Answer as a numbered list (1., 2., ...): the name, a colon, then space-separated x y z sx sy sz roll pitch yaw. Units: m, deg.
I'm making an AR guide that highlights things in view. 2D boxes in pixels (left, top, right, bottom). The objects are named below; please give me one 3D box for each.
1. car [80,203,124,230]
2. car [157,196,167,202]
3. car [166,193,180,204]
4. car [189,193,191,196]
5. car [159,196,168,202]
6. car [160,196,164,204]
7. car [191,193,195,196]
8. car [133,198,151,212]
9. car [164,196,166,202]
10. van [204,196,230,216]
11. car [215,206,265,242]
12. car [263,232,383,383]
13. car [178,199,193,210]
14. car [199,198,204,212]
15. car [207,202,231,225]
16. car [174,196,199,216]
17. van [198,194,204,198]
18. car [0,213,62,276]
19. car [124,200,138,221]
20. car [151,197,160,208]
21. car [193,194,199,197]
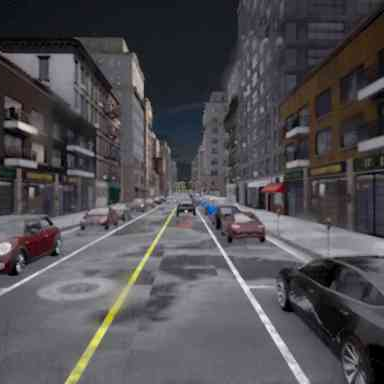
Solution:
1. car: -5.784 1.598 21.204 1.802 1.307 4.206 0 0 -1
2. car: -6.867 1.599 76.302 1.887 1.381 4.507 0 0 -1
3. car: -4.063 1.275 67.808 2.150 2.045 5.566 0 0 -1
4. car: 1.047 1.341 81.970 2.192 1.841 5.009 0 0 -1
5. car: -6.975 1.624 81.812 1.947 1.339 4.313 0 0 -1
6. car: -6.543 1.586 59.772 1.887 1.381 4.507 0 0 -1
7. car: 1.372 1.454 65.440 1.967 1.590 4.097 0 0 -1
8. car: -6.110 1.463 37.733 1.967 1.590 4.097 0 0 -1
9. car: -6.651 1.628 65.282 1.802 1.307 4.206 0 0 -1
10. van: 2.129 1.326 26.871 1.690 1.788 3.998 0 0 -1
11. car: 2.347 1.566 15.852 1.802 1.307 4.206 0 0 -1
12. car: 2.564 1.553 4.832 1.947 1.339 4.313 0 0 -1
13. car: -0.837 1.608 44.871 1.895 1.301 4.718 0 0 -1
14. car: 2.022 1.538 32.381 2.008 1.369 4.403 0 0 -1
15. car: 2.239 1.550 21.362 1.947 1.339 4.313 0 0 -1
16. car: -0.572 1.504 32.977 1.837 1.490 4.892 0 0 -1
17. van: 1.913 1.332 37.890 1.690 1.788 3.998 0 0 -1
18. car: -5.568 1.457 10.184 1.967 1.590 4.097 0 0 -1
19. car: -5.893 1.568 26.713 2.008 1.369 4.403 0 0 -1
20. car: -6.326 1.583 48.752 2.008 1.369 4.403 0 0 -1
21. car: 1.588 1.445 54.420 1.967 1.590 4.097 0 0 -1
